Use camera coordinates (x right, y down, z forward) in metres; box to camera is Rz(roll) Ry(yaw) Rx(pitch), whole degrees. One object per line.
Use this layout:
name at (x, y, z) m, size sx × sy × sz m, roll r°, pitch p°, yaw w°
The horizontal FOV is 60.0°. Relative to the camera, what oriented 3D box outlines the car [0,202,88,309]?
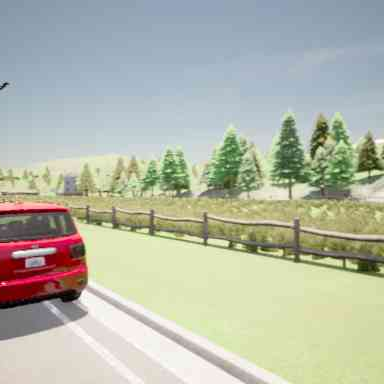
car at (-4.234, 1.239, 7.467) m, size 2.150 × 2.045 × 5.566 m, roll -1°, pitch 0°, yaw -39°
